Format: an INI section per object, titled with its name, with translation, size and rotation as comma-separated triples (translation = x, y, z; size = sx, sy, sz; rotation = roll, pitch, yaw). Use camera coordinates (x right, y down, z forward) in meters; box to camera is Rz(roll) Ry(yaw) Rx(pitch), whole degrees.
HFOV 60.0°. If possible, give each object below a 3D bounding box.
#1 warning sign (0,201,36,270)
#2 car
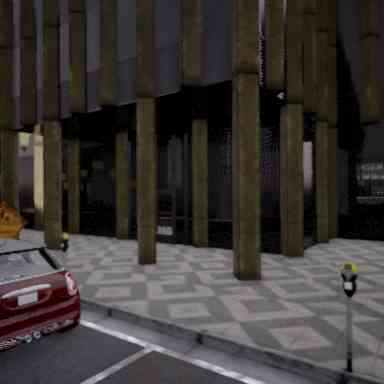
[warning sign]
translation = -5.467, 1.218, 9.697
size = 1.060, 1.860, 1.300
rotation = -1, 0, 35
[car]
translation = -3.818, 1.505, 5.684
size = 4.097, 1.590, 1.967
rotation = -1, 0, 35
